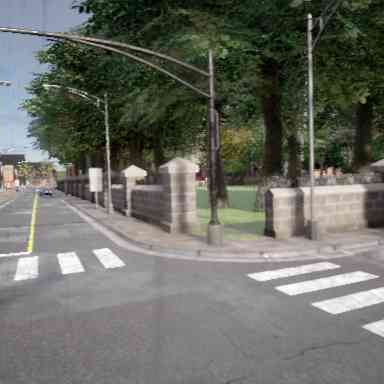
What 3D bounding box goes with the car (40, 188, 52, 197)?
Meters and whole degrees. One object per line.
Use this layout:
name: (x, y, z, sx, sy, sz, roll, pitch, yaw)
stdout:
car: (-24.505, 0.000, 55.786, 2.033, 1.411, 5.357, -3, 3, -26)
